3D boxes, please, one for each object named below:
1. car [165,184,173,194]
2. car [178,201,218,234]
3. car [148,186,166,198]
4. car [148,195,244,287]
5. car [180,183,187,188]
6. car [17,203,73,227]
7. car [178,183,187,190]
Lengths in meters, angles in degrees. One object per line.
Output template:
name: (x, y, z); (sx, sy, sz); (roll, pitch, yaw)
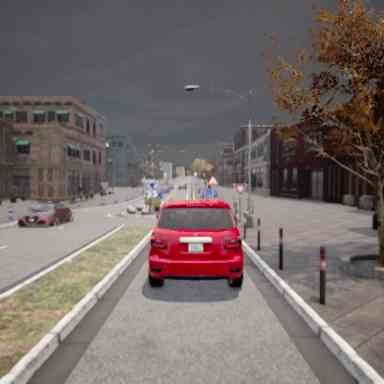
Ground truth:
car: (-5.305, -0.494, 64.872); (1.812, 1.442, 4.674); (0, 3, 0)
car: (0.536, 1.382, 20.058); (2.033, 1.411, 5.357); (0, 2, 5)
car: (-5.334, 0.212, 49.657); (1.882, 1.535, 5.008); (0, 2, 0)
car: (0.112, 1.206, 9.394); (2.150, 2.045, 5.566); (0, 0, 1)
car: (-2.314, -1.776, 89.367); (1.812, 1.442, 4.674); (0, 2, 0)
car: (-9.056, 1.362, 20.802); (1.994, 1.385, 4.181); (0, 1, 1)
car: (-2.296, -1.207, 79.378); (1.812, 1.442, 4.674); (0, 2, 0)
